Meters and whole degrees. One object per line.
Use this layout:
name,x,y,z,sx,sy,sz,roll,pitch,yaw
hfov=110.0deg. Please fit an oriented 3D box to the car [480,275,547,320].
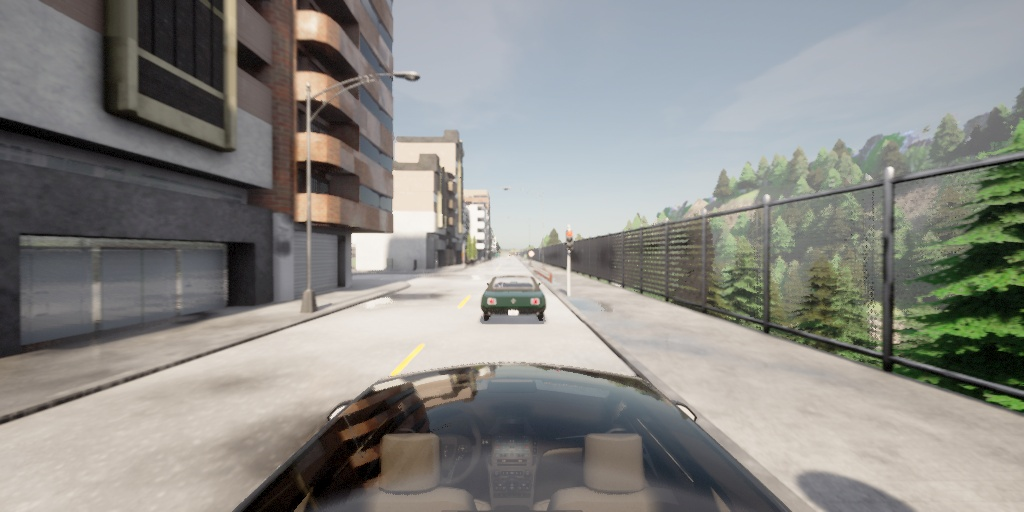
car,0.059,1.278,12.197,1.895,1.301,4.718,0,0,0
